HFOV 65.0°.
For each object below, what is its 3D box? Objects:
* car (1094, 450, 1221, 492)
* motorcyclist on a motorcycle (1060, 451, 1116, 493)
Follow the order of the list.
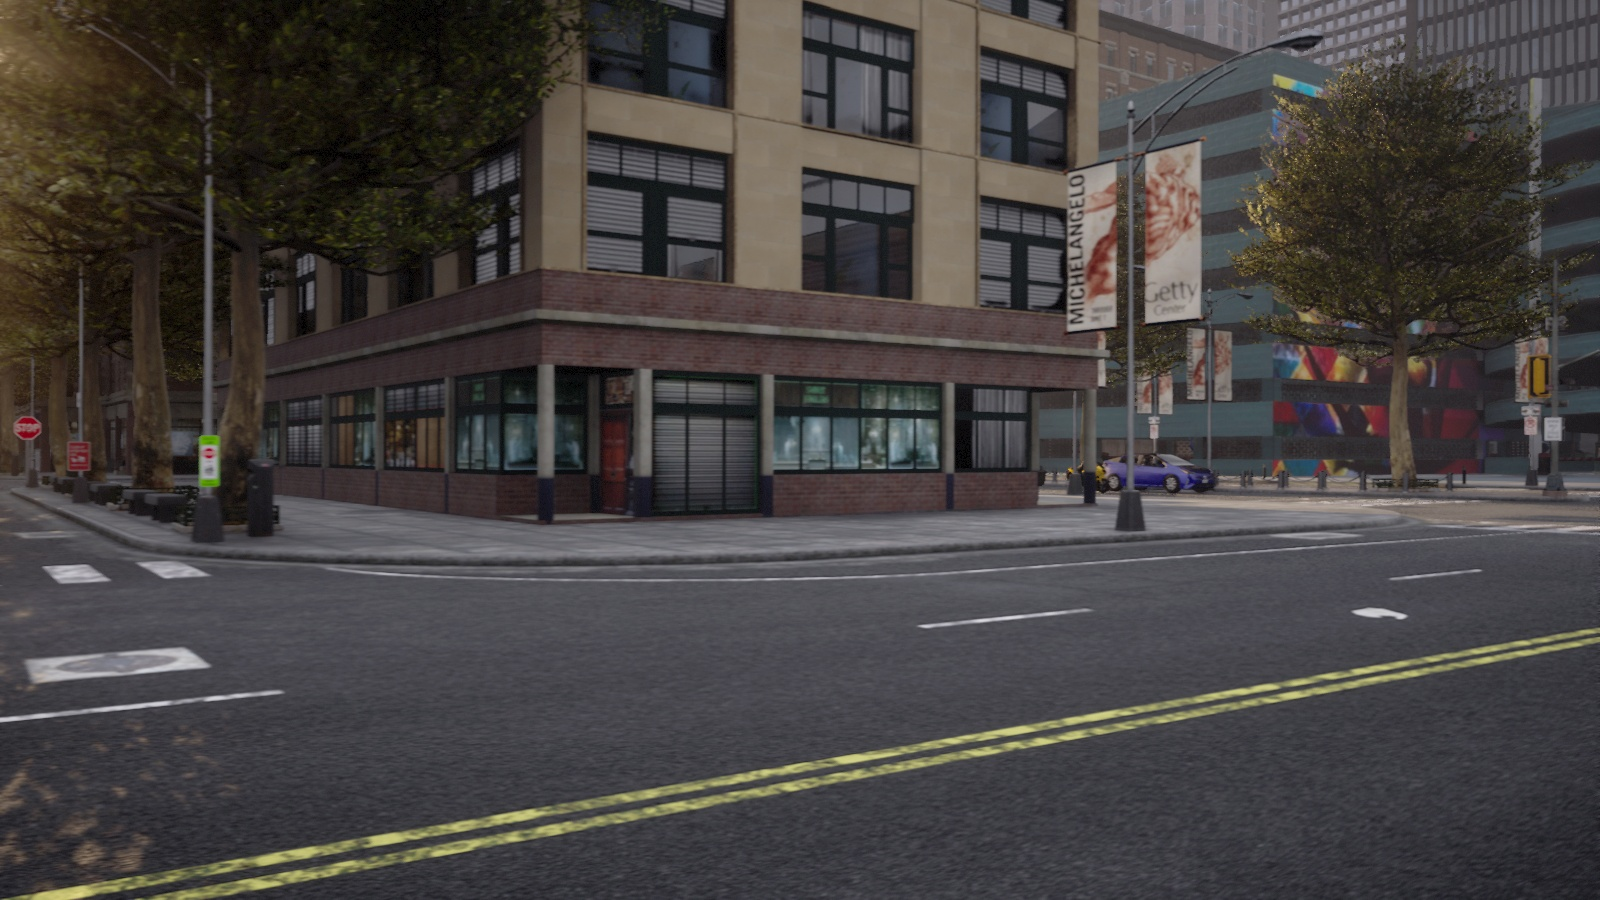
[{"bbox_3d":[13.836,0.782,48.850,2.007,1.525,4.514,0,0,-35],"label":"car"},{"bbox_3d":[10.770,0.820,47.042,0.797,1.523,2.044,0,0,-35],"label":"motorcyclist on a motorcycle"}]
